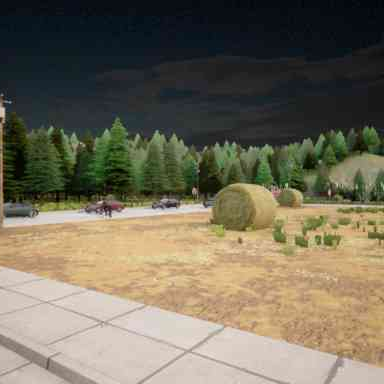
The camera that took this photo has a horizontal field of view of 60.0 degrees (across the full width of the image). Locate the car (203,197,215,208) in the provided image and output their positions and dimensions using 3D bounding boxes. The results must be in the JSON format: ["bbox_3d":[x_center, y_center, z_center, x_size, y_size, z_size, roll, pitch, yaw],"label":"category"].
[{"bbox_3d":[3.489,1.518,47.795,2.128,1.511,4.902,0,0,37],"label":"car"}]

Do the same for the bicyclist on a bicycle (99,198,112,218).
[{"bbox_3d":[-7.049,1.327,27.042,1.656,1.620,0.582,0,0,36],"label":"bicyclist on a bicycle"}]

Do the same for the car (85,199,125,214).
[{"bbox_3d":[-9.468,1.552,36.347,1.812,1.442,4.674,0,0,36],"label":"car"}]

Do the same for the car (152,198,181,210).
[{"bbox_3d":[-3.386,1.552,44.573,1.812,1.442,4.674,0,0,37],"label":"car"}]

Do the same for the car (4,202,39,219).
[{"bbox_3d":[-15.382,1.591,28.356,1.994,1.385,4.181,0,0,36],"label":"car"}]
